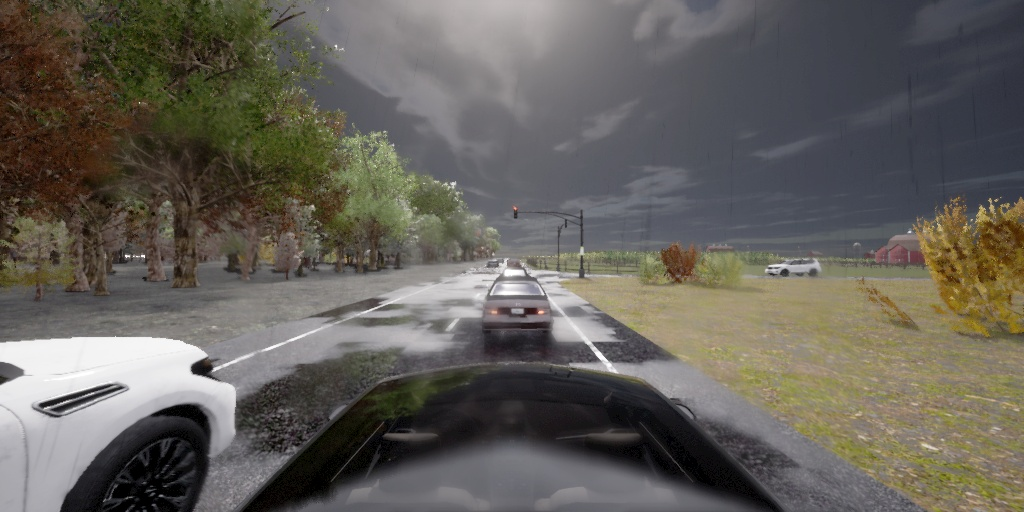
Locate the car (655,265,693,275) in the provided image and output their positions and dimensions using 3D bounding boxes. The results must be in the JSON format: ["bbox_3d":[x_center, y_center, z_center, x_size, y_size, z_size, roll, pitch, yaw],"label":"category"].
[{"bbox_3d":[18.931,1.577,42.033,4.181,1.385,1.994,1,-1,0],"label":"car"}]

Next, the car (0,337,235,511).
[{"bbox_3d":[-3.403,0.970,0.608,2.150,2.045,5.566,0,0,0],"label":"car"}]

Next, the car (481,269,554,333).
[{"bbox_3d":[0.122,1.300,10.646,2.033,1.411,5.357,0,0,0],"label":"car"}]

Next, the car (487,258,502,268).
[{"bbox_3d":[-3.260,1.246,62.861,2.128,1.511,4.902,0,0,0],"label":"car"}]

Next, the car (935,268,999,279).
[{"bbox_3d":[48.672,1.825,38.220,5.357,1.411,2.033,1,-1,1],"label":"car"}]

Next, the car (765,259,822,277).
[{"bbox_3d":[32.891,1.380,41.942,5.566,2.045,2.150,0,-1,0],"label":"car"}]

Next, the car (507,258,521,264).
[{"bbox_3d":[0.312,1.107,58.129,2.097,1.767,4.553,0,0,-2],"label":"car"}]

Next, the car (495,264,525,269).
[{"bbox_3d":[0.145,1.318,19.887,1.994,1.385,4.181,0,0,0],"label":"car"}]
